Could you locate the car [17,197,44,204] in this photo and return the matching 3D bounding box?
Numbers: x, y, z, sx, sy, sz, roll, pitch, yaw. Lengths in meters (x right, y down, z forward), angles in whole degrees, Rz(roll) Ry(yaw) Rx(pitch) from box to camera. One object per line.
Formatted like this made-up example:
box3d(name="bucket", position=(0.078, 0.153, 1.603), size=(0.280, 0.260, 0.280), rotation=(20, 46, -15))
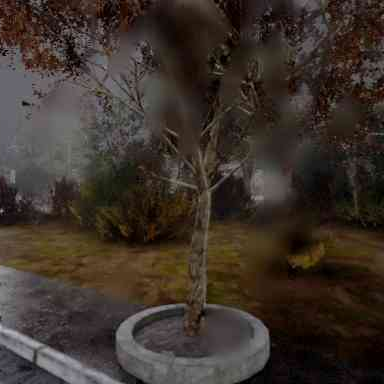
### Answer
box3d(name="car", position=(-22.024, 1.286, 44.867), size=(2.033, 1.411, 5.357), rotation=(0, 0, 32))
